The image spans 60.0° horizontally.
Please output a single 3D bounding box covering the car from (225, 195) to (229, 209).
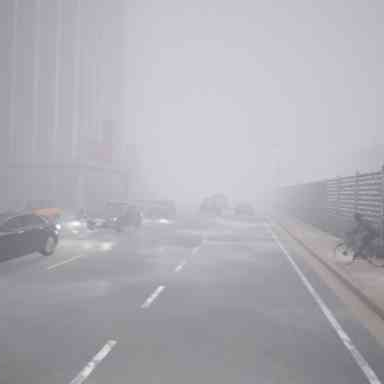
[{"bbox_3d":[4.105,1.382,48.657,2.150,2.045,5.566,2,0,10],"label":"car"}]

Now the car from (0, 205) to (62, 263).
[{"bbox_3d":[-5.783,1.326,9.788,1.837,1.490,4.892,2,0,9],"label":"car"}]

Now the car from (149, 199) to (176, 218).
[{"bbox_3d":[-2.640,1.439,29.387,1.837,1.490,4.892,2,0,9],"label":"car"}]

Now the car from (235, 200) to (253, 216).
[{"bbox_3d":[5.670,1.768,36.174,1.994,1.385,4.181,2,0,10],"label":"car"}]

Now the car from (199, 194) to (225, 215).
[{"bbox_3d":[2.117,1.442,36.109,2.097,1.767,4.553,2,0,9],"label":"car"}]

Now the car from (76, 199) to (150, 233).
[{"bbox_3d":[-4.297,1.366,19.092,2.128,1.511,4.902,2,0,9],"label":"car"}]

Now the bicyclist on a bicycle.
[{"bbox_3d":[5.225,1.473,10.209,1.656,1.620,0.582,3,0,9],"label":"bicyclist on a bicycle"}]

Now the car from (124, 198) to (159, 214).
[{"bbox_3d":[-5.244,1.402,35.123,2.033,1.411,5.357,2,0,10],"label":"car"}]

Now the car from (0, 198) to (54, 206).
[{"bbox_3d":[-8.308,1.096,16.126,2.097,1.767,4.553,2,0,9],"label":"car"}]

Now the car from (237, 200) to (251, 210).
[{"bbox_3d":[7.656,1.877,48.743,1.895,1.301,4.718,2,0,10],"label":"car"}]

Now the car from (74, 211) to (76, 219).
[{"bbox_3d":[-6.950,1.357,24.645,1.994,1.385,4.181,2,0,9],"label":"car"}]
